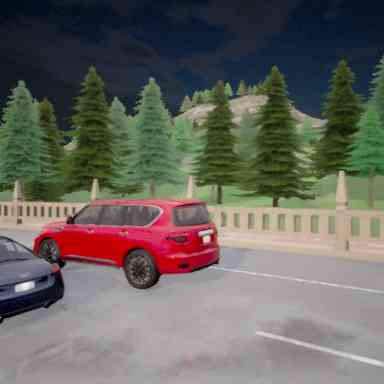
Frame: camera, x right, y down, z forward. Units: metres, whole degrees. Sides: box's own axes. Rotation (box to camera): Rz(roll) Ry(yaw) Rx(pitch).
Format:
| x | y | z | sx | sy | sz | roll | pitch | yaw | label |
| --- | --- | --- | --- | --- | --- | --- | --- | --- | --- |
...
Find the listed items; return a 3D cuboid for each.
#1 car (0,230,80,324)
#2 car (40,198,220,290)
| x | y | z | sx | sy | sz | roll | pitch | yaw | label |
| --- | --- | --- | --- | --- | --- | --- | --- | --- | --- |
| -4.500 | 1.552 | 6.614 | 4.181 | 1.385 | 1.994 | 0 | 0 | 32 | car |
| -1.933 | 1.195 | 9.193 | 5.566 | 2.045 | 2.150 | 0 | 0 | 32 | car |
